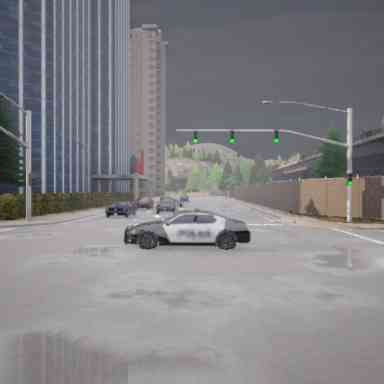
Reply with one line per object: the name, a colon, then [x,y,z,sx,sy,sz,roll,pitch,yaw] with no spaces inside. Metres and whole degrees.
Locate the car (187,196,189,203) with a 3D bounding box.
car: [-1.507,1.325,64.956,2.033,1.411,5.357,0,0,2]

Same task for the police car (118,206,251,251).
police car: [-0.178,1.486,13.554,4.974,1.542,2.038,0,0,2]

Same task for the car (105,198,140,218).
car: [-6.152,1.497,29.268,1.895,1.301,4.718,0,0,2]

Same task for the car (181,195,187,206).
car: [-2.182,1.369,45.255,1.812,1.442,4.674,0,0,3]

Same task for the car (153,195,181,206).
car: [-2.503,1.385,34.110,1.837,1.490,4.892,0,0,2]

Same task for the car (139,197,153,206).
car: [-5.822,1.337,40.326,1.882,1.535,5.008,0,0,2]

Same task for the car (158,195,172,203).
car: [-5.095,1.332,62.818,2.033,1.411,5.357,0,0,2]
